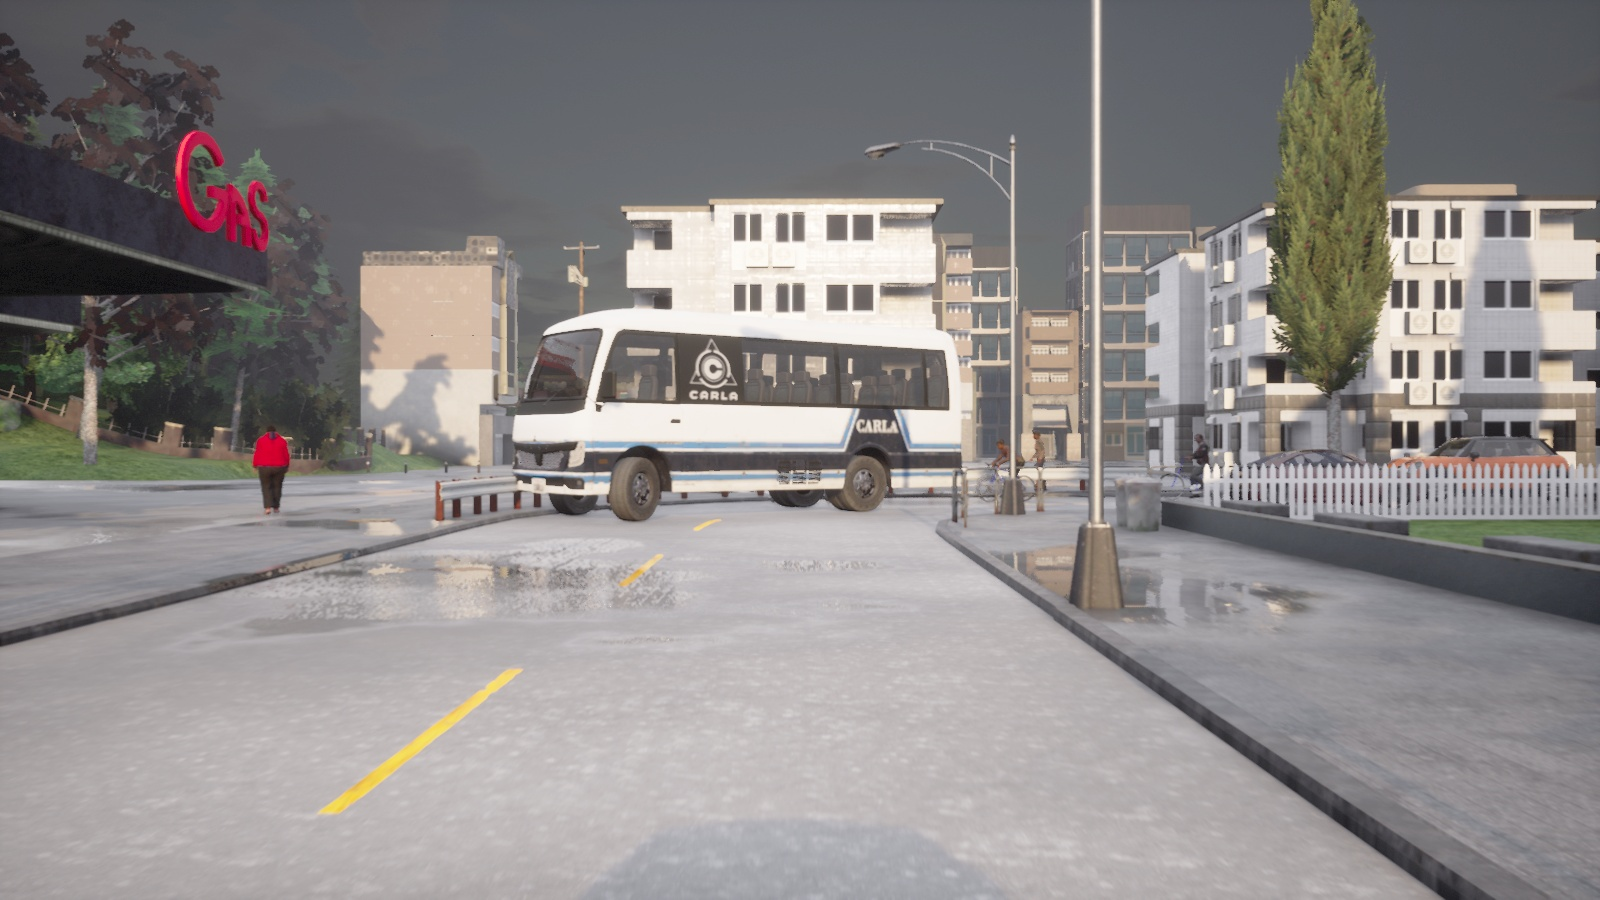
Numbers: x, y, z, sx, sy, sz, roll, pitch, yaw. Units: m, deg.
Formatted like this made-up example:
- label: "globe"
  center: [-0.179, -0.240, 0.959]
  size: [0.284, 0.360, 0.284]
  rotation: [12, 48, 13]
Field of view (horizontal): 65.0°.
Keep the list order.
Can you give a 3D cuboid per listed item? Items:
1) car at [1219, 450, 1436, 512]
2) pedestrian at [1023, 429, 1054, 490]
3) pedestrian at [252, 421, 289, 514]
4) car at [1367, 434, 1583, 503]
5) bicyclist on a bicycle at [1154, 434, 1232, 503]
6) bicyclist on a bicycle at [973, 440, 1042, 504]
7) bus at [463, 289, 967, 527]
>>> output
- label: "car"
  center: [12.144, 0.689, 29.118]
  size: [4.181, 1.385, 1.994]
  rotation: [0, 0, -1]
- label: "pedestrian"
  center: [7.080, 0.293, 37.329]
  size: [0.869, 1.805, 0.328]
  rotation: [0, 0, 4]
- label: "pedestrian"
  center: [-10.675, 0.343, 25.320]
  size: [0.634, 1.844, 0.899]
  rotation: [0, 0, -26]
- label: "car"
  center: [17.685, 0.470, 33.070]
  size: [4.553, 1.767, 2.097]
  rotation: [0, 0, 0]
- label: "bicyclist on a bicycle"
  center: [10.357, 0.476, 33.102]
  size: [1.843, 1.776, 0.659]
  rotation: [0, 0, 0]
- label: "bicyclist on a bicycle"
  center: [5.366, 0.558, 32.540]
  size: [1.656, 1.620, 0.582]
  rotation: [0, 0, -14]
- label: "bus"
  center: [-1.542, -0.759, 27.040]
  size: [10.273, 4.253, 3.944]
  rotation: [0, 0, -36]
